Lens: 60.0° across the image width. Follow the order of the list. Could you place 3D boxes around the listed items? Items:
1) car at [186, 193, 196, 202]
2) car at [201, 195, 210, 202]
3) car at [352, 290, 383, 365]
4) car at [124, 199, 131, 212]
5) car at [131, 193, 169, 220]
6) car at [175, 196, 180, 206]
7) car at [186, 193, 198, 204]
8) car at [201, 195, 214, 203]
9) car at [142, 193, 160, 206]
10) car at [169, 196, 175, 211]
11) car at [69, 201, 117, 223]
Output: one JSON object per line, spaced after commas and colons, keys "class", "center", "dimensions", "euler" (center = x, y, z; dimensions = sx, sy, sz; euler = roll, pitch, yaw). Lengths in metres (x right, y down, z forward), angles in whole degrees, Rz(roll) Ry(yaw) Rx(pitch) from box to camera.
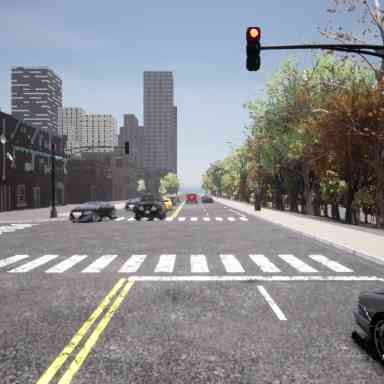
{"class": "car", "center": [-0.150, 1.195, 75.712], "dimensions": [2.150, 2.045, 5.566], "euler": [0, 0, 0]}
{"class": "car", "center": [3.101, 1.447, 75.901], "dimensions": [1.882, 1.535, 5.008], "euler": [0, 0, 0]}
{"class": "car", "center": [3.345, 1.547, 2.555], "dimensions": [2.033, 1.411, 5.357], "euler": [0, 0, 0]}
{"class": "car", "center": [-6.678, 1.478, 39.204], "dimensions": [2.128, 1.511, 4.902], "euler": [0, 0, 0]}
{"class": "car", "center": [-3.412, 1.215, 28.073], "dimensions": [2.150, 2.045, 5.566], "euler": [0, 0, 0]}
{"class": "car", "center": [-3.445, 1.485, 54.430], "dimensions": [1.837, 1.490, 4.892], "euler": [0, 0, 0]}
{"class": "car", "center": [-0.032, 1.197, 65.176], "dimensions": [2.150, 2.045, 5.566], "euler": [0, 0, 0]}
{"class": "car", "center": [3.222, 1.539, 65.873], "dimensions": [1.994, 1.385, 4.181], "euler": [0, 0, 0]}
{"class": "car", "center": [-6.700, 1.204, 54.802], "dimensions": [2.150, 2.045, 5.566], "euler": [0, 0, 0]}
{"class": "car", "center": [-3.426, 1.464, 40.359], "dimensions": [1.882, 1.535, 5.008], "euler": [0, 0, 0]}
{"class": "car", "center": [-7.600, 1.486, 25.988], "dimensions": [2.128, 1.511, 4.902], "euler": [0, 0, 13]}
